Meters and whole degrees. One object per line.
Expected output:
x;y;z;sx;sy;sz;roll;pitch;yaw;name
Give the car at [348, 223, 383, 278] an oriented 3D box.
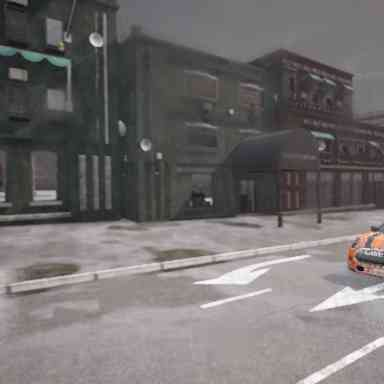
6.459;1.408;9.546;4.553;1.767;2.097;0;0;-36;car
